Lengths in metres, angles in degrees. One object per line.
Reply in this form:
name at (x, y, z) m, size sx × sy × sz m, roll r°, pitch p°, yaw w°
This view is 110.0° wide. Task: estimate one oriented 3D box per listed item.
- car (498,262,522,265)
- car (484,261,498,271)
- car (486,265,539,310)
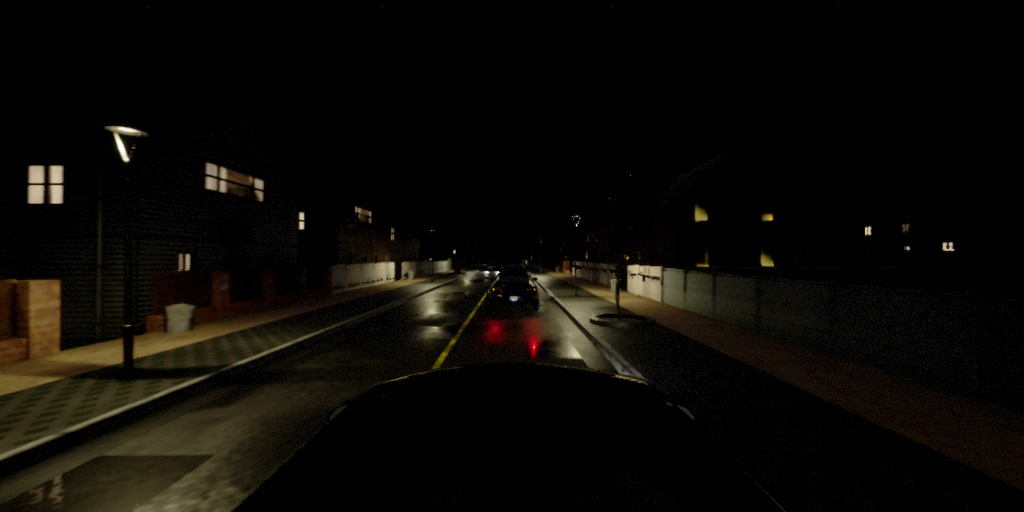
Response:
car at (0.090, 1.267, 30.199) m, size 1.882 × 1.535 × 5.008 m, roll 0°, pitch 0°, yaw 0°
car at (-2.807, 1.411, 51.143) m, size 1.812 × 1.442 × 4.674 m, roll 0°, pitch 0°, yaw 0°
car at (0.082, 1.284, 14.603) m, size 1.812 × 1.442 × 4.674 m, roll 0°, pitch 0°, yaw 0°
